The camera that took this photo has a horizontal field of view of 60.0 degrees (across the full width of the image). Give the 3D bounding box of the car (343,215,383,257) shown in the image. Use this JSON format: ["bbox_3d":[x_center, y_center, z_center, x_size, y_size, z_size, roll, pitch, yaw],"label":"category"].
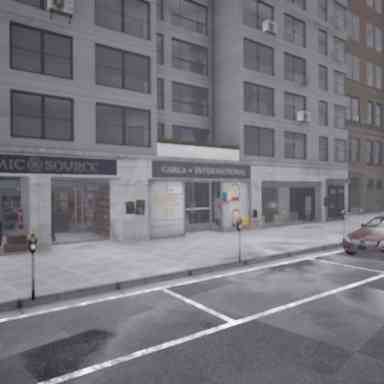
[{"bbox_3d":[6.937,1.463,11.449,4.206,1.307,1.802,-1,0,-35],"label":"car"}]
